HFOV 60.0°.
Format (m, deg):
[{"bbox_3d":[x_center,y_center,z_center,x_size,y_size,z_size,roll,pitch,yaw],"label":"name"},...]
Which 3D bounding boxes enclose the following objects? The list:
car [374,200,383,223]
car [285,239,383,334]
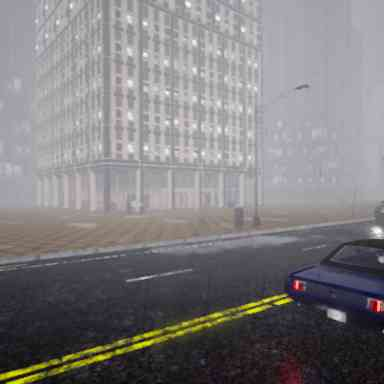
[{"bbox_3d":[15.081,1.155,23.673,5.566,2.045,2.150,0,0,-40],"label":"car"},{"bbox_3d":[3.986,1.585,6.395,4.718,1.301,1.895,0,0,-37],"label":"car"}]
